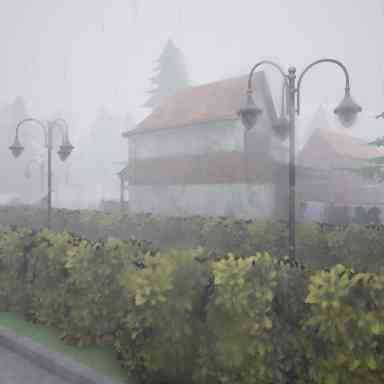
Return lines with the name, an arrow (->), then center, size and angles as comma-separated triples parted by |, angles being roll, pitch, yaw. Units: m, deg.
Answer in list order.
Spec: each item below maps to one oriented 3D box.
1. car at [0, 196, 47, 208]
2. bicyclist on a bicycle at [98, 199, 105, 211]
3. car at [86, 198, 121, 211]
car -> -16.078, 1.384, 30.863 | 2.150, 2.045, 5.566 | 0, 0, 36
bicyclist on a bicycle -> -7.842, 1.463, 29.529 | 1.656, 1.620, 0.582 | 0, 0, 36
car -> -10.114, 1.514, 39.059 | 2.097, 1.767, 4.553 | 0, 0, 37
